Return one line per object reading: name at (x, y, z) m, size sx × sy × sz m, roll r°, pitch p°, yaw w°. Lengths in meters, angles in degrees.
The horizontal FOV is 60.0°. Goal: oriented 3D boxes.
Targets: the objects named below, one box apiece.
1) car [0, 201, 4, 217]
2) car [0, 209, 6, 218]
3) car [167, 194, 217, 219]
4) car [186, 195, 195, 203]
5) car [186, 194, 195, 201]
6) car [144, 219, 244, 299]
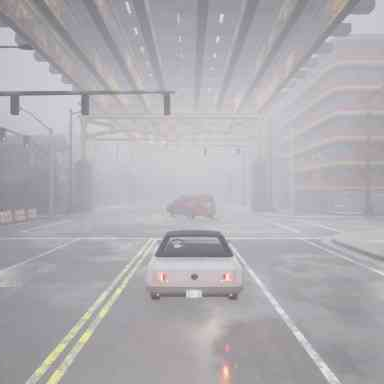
car at (-16.912, 1.295, 25.029) m, size 4.536 × 1.218 × 1.853 m, roll 0°, pitch 0°, yaw -20°
car at (-16.863, 1.453, 25.047) m, size 4.974 × 1.542 × 2.038 m, roll 0°, pitch 0°, yaw -20°
car at (-0.093, 1.221, 28.543) m, size 2.150 × 2.045 × 5.566 m, roll -3°, pitch 1°, yaw -32°
car at (-0.277, 1.440, 67.439) m, size 1.837 × 1.490 × 4.892 m, roll 0°, pitch 0°, yaw 0°
car at (-0.320, 1.310, 77.854) m, size 1.882 × 1.535 × 5.008 m, roll 0°, pitch 1°, yaw 0°
car at (0.046, 1.601, 8.390) m, size 1.895 × 1.301 × 4.718 m, roll 0°, pitch 0°, yaw 0°
